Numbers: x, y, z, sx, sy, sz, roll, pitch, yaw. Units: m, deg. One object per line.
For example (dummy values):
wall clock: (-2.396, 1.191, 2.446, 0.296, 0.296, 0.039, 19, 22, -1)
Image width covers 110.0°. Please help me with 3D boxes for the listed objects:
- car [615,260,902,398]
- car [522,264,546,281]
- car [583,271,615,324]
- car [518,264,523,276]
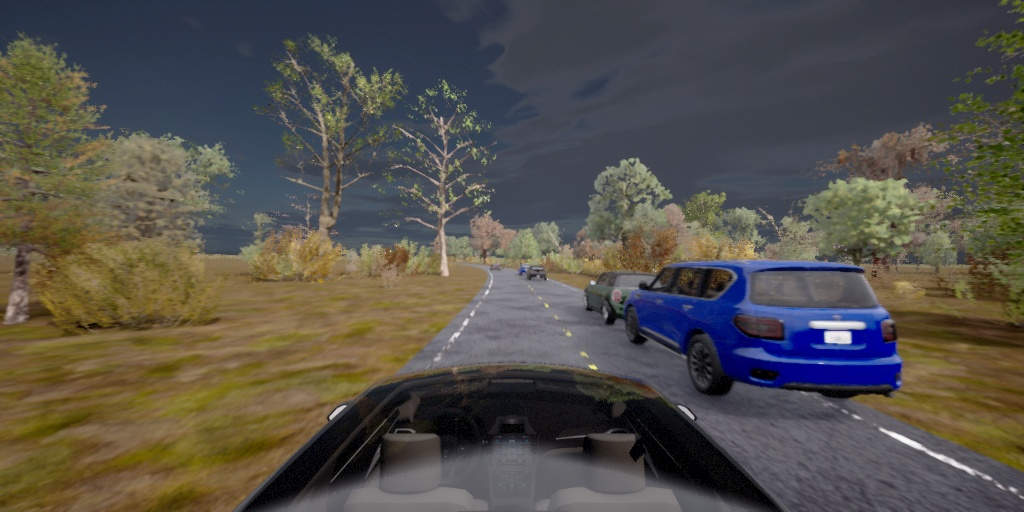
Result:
car: (3.930, 1.102, 6.974, 2.150, 2.045, 5.566, 1, -1, 1)
car: (2.470, 1.746, 37.600, 1.837, 1.490, 4.892, 1, -1, -3)
car: (3.960, 1.303, 12.941, 2.097, 1.767, 4.553, 1, -1, 0)
car: (1.856, 1.844, 48.204, 1.882, 1.535, 5.008, 1, 0, -5)
